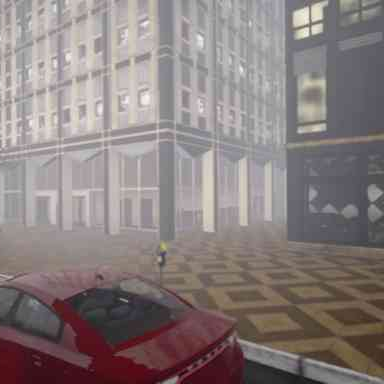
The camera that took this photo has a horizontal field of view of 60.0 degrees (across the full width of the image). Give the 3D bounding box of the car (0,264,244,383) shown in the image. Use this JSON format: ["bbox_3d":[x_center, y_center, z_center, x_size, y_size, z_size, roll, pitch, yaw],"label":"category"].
[{"bbox_3d":[-1.602,1.580,4.018,4.507,1.381,1.887,-1,0,36],"label":"car"}]
